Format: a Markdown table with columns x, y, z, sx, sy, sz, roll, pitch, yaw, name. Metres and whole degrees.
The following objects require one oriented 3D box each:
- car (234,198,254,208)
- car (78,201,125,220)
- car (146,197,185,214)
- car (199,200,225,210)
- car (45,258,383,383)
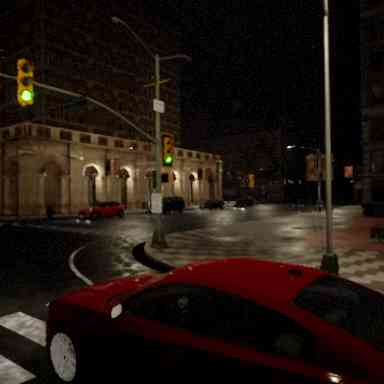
| x | y | z | sx | sy | sz | roll | pitch | yaw | name |
| --- | --- | --- | --- | --- | --- | --- | --- | --- | --- |
| 8.979 | 1.890 | 56.845 | 1.837 | 1.490 | 4.892 | -1 | -1 | 36 | car |
| -8.912 | 1.713 | 32.802 | 2.097 | 1.767 | 4.553 | -1 | -1 | 38 | car |
| -3.078 | 1.590 | 40.567 | 2.150 | 2.045 | 5.566 | -1 | -1 | 37 | car |
| 2.955 | 1.868 | 48.698 | 2.128 | 1.511 | 4.902 | -1 | -1 | 36 | car |
| 0.329 | 1.504 | 3.666 | 5.008 | 1.535 | 1.882 | -1 | 0 | 37 | car |
